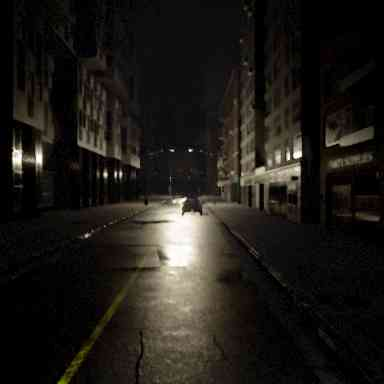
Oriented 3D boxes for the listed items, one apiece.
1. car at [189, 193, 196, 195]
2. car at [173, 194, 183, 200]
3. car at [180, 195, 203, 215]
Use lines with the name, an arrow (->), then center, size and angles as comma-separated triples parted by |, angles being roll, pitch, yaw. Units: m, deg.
car -> 0.035, 1.080, 61.172 | 2.033, 1.649, 4.856 | 0, -1, 0
car -> -2.965, 0.972, 71.358 | 1.895, 1.301, 4.718 | 0, 0, 0
car -> 0.033, 1.333, 30.775 | 1.812, 1.442, 4.674 | 0, 0, 1
